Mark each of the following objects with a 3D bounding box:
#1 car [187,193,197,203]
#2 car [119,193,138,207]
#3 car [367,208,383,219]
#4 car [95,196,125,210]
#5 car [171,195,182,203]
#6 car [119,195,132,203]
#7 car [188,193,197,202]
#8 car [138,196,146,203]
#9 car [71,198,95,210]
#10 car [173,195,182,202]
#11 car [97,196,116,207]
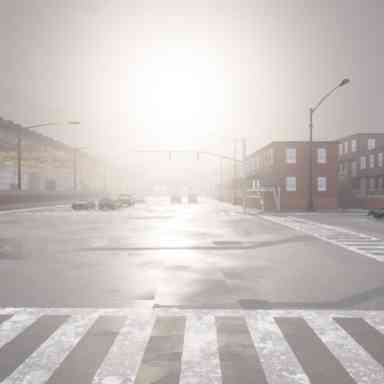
[{"bbox_3d":[0.167,1.547,69.632,2.033,1.411,5.357,0,0,0],"label":"car"},{"bbox_3d":[-10.541,1.222,52.826,2.150,2.045,5.566,0,0,0],"label":"car"},{"bbox_3d":[17.061,1.547,26.642,5.357,1.411,2.033,0,0,0],"label":"car"},{"bbox_3d":[-10.569,1.601,43.200,1.895,1.301,4.718,0,0,3],"label":"car"},{"bbox_3d":[-3.364,1.353,70.202,2.097,1.767,4.553,0,0,0],"label":"car"},{"bbox_3d":[-13.932,1.475,70.027,1.882,1.535,5.008,0,0,0],"label":"car"},{"bbox_3d":[0.078,1.225,80.265,2.150,2.045,5.566,0,0,0],"label":"car"},{"bbox_3d":[-10.453,1.525,67.024,1.812,1.442,4.674,0,0,1],"label":"car"},{"bbox_3d":[-14.057,1.547,43.617,2.033,1.411,5.357,0,0,0],"label":"car"},{"bbox_3d":[-3.422,1.478,80.488,1.882,1.535,5.008,0,0,0],"label":"car"},{"bbox_3d":[-14.035,1.478,54.848,1.882,1.535,5.008,0,1,0],"label":"car"}]
